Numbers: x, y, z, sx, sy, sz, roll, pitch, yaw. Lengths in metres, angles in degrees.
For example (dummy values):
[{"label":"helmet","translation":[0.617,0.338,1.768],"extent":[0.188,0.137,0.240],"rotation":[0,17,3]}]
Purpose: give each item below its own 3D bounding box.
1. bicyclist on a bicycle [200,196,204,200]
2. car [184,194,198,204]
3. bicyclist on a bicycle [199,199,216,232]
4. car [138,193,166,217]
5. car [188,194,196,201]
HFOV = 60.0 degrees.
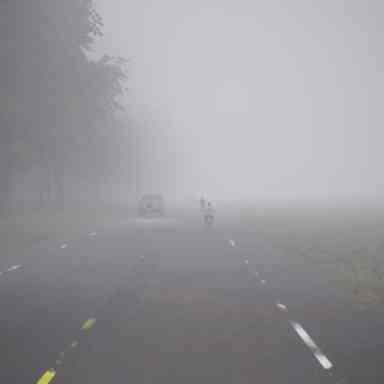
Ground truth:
[{"label":"bicyclist on a bicycle","translation":[0.961,1.284,30.653],"extent":[0.659,1.776,1.843],"rotation":[0,0,0]},{"label":"car","translation":[0.098,1.323,57.212],"extent":[2.033,1.411,5.357],"rotation":[0,0,0]},{"label":"bicyclist on a bicycle","translation":[0.972,1.396,18.883],"extent":[0.866,1.612,1.509],"rotation":[0,0,0]},{"label":"car","translation":[-3.600,1.134,30.775],"extent":[2.150,2.045,5.566],"rotation":[0,0,0]},{"label":"car","translation":[-0.003,1.200,73.770],"extent":[1.812,1.442,4.674],"rotation":[0,0,0]}]
